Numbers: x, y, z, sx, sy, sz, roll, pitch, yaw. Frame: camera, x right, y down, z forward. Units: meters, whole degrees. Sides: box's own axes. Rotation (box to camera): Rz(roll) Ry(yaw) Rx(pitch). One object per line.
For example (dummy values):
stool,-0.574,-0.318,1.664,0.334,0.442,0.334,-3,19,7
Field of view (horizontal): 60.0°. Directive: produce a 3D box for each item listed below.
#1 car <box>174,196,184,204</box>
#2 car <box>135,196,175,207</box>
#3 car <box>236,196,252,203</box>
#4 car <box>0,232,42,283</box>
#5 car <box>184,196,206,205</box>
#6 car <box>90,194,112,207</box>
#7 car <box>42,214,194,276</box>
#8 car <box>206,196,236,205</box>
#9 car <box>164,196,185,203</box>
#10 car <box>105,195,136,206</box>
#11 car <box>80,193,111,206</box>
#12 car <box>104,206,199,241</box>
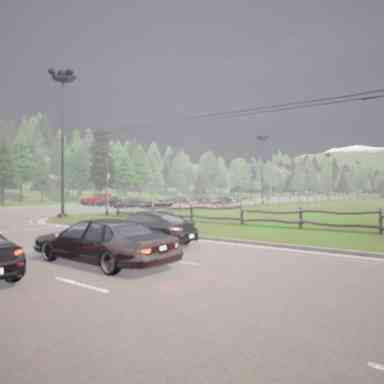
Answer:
car,-2.476,1.509,64.229,1.994,1.385,4.181,0,0,38
car,-4.773,1.560,43.885,1.895,1.301,4.718,0,0,37
car,10.730,1.536,69.974,1.895,1.301,4.718,0,0,37
car,-5.949,1.512,8.360,4.674,1.442,1.812,0,0,36
car,1.272,1.460,57.632,1.837,1.490,4.892,0,0,37
car,-12.618,1.448,50.907,1.837,1.490,4.892,0,0,37
car,-2.783,1.536,10.360,5.357,1.411,2.033,0,0,37
car,5.005,1.464,56.765,1.837,1.490,4.892,0,0,37
car,-3.543,1.466,68.529,1.812,1.442,4.674,0,0,37
car,-8.516,1.501,44.737,2.033,1.411,5.357,0,0,37
car,-15.189,1.159,53.301,2.150,2.045,5.566,0,0,37
car,-1.862,1.512,14.045,4.674,1.442,1.812,0,0,37
